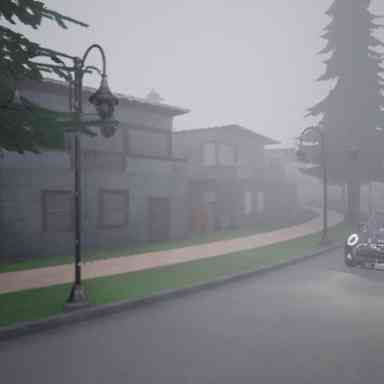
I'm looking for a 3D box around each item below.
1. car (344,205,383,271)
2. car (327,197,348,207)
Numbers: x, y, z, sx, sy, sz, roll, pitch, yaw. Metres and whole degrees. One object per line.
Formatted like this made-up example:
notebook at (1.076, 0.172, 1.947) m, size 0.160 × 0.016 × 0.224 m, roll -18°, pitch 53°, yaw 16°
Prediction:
car at (6.452, 1.356, 10.413) m, size 2.097 × 1.767 × 4.553 m, roll -1°, pitch 0°, yaw 42°
car at (22.183, 1.531, 51.123) m, size 1.882 × 1.535 × 5.008 m, roll 0°, pitch 0°, yaw -1°
